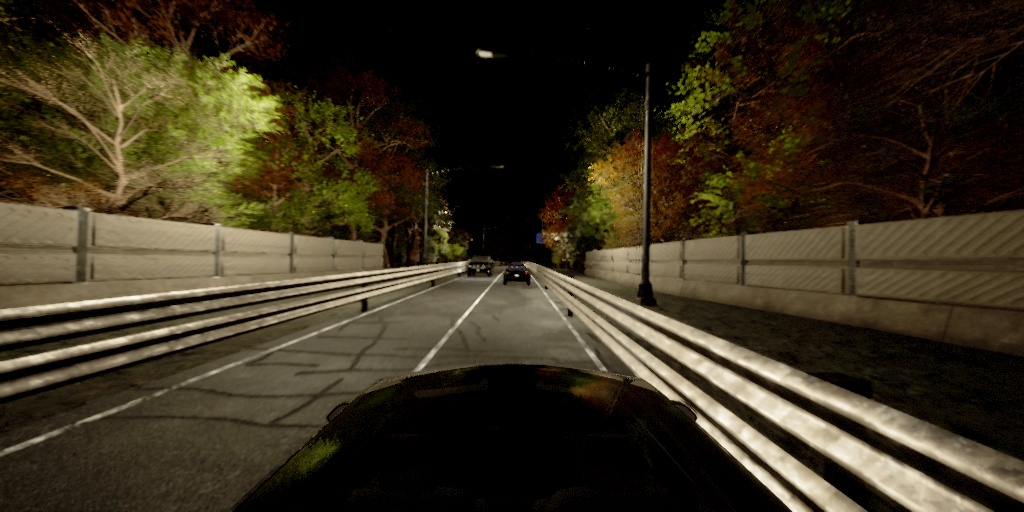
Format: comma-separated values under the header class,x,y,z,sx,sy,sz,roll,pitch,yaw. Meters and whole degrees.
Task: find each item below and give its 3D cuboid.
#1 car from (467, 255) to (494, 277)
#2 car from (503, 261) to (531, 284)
class,x,y,z,sx,sy,sz,roll,pitch,yaw
car,-2.967,0.934,34.759,2.150,2.045,5.566,1,-1,1
car,0.359,1.320,26.889,1.994,1.385,4.181,1,0,1
